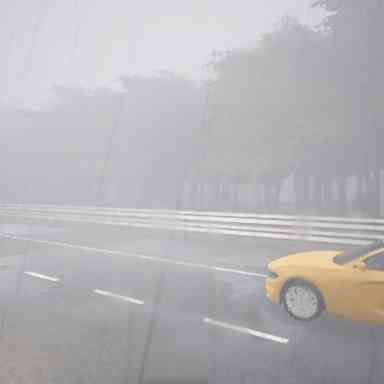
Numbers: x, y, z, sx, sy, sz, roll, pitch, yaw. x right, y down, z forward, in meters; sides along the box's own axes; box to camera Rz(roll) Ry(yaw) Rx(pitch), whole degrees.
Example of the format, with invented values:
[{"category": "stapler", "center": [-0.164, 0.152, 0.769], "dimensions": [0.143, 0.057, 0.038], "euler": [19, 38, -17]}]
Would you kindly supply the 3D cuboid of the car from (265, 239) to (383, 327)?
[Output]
[{"category": "car", "center": [3.723, 1.479, 5.551], "dimensions": [5.008, 1.535, 1.882], "euler": [0, 0, 35]}]
